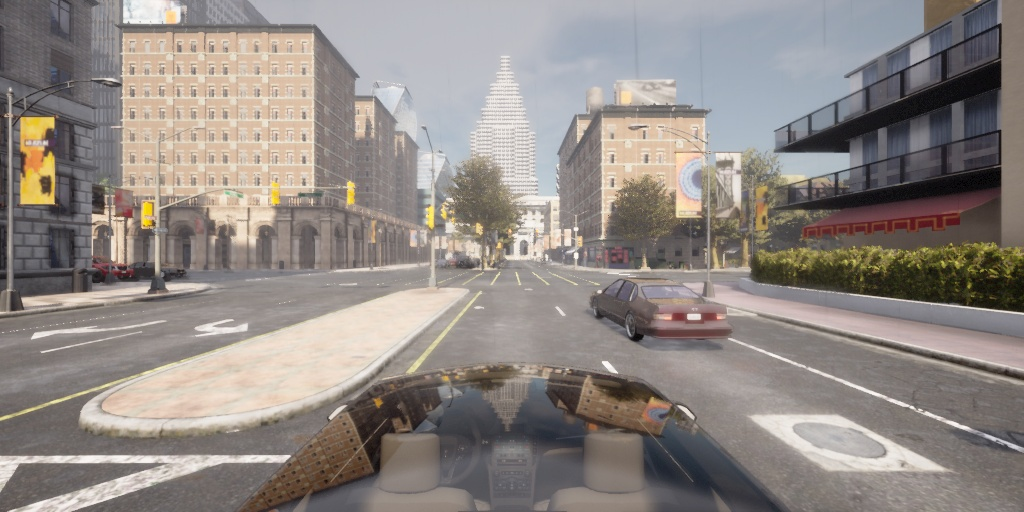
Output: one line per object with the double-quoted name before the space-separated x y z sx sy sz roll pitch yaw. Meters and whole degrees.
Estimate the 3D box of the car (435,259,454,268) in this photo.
"car" -11.557 1.297 60.073 2.033 1.411 5.357 0 0 0

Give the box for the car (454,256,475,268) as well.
"car" -8.062 0.971 60.697 2.150 2.045 5.566 0 0 0

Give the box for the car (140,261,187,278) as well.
"car" -32.849 1.255 32.965 4.892 1.490 1.837 0 0 0

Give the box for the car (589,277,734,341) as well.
"car" 3.634 1.297 9.886 2.033 1.411 5.357 0 0 -3

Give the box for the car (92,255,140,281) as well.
"car" -34.648 0.971 29.438 5.566 2.045 2.150 0 0 0
